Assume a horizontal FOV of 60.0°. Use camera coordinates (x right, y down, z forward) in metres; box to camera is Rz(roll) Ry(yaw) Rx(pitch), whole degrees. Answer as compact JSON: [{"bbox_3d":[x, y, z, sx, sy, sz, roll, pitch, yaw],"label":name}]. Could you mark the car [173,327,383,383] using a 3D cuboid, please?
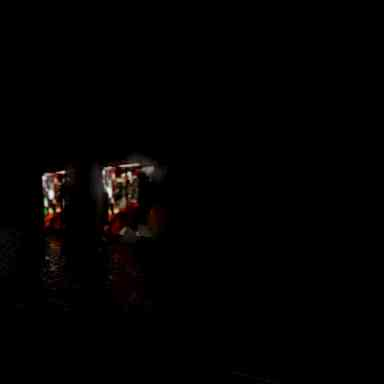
[{"bbox_3d":[1.600,1.438,1.753,4.097,1.590,1.967,0,-1,36],"label":"car"}]
